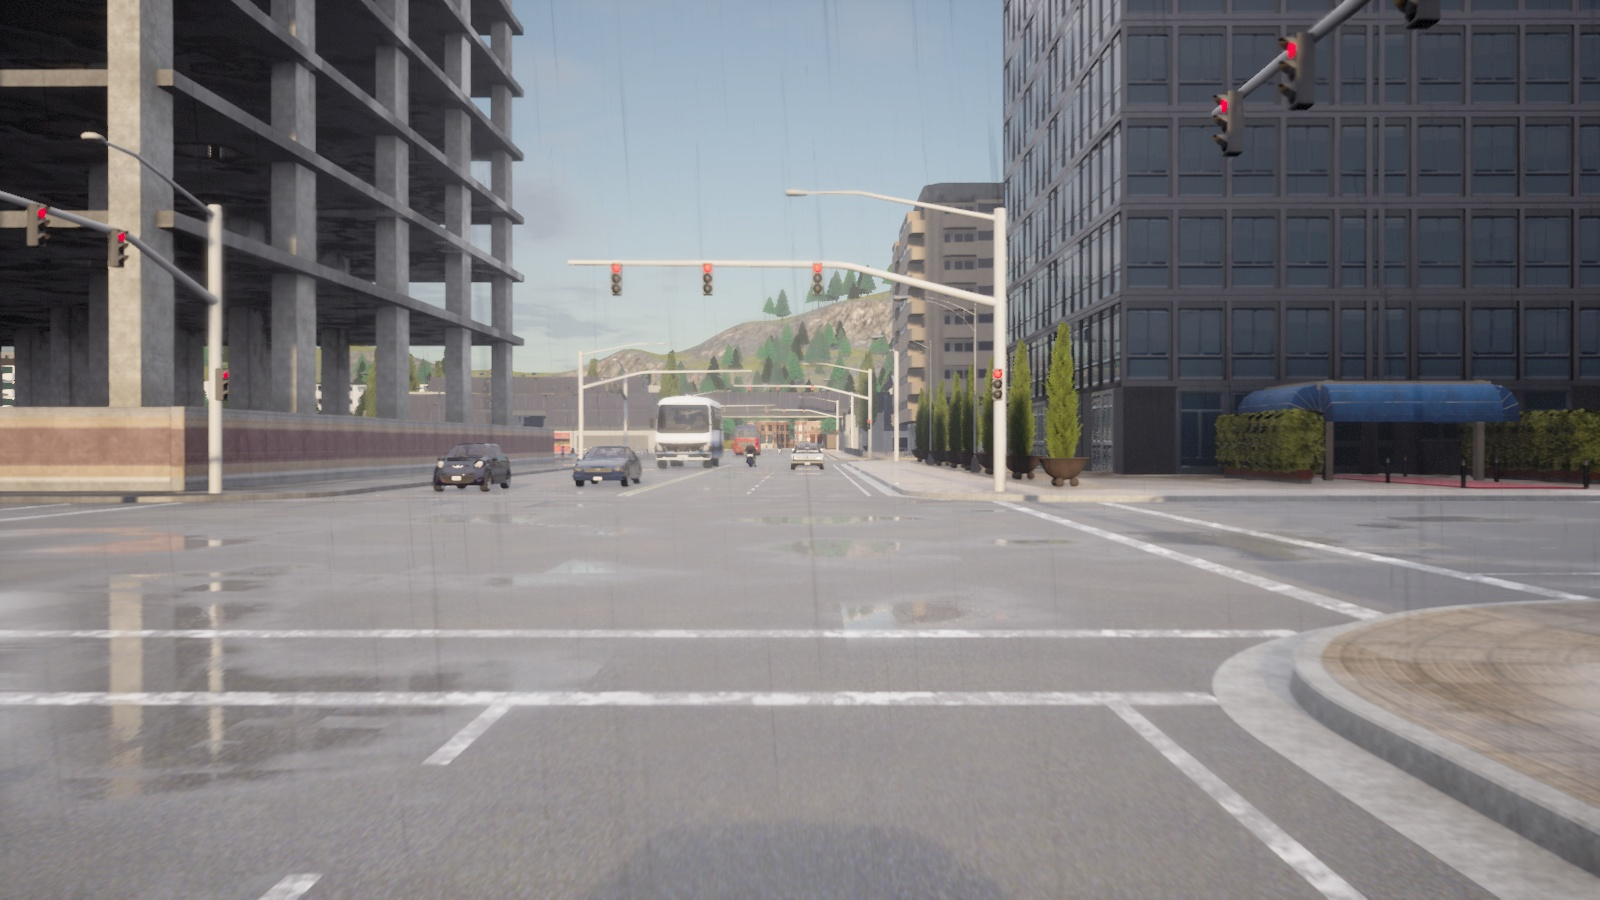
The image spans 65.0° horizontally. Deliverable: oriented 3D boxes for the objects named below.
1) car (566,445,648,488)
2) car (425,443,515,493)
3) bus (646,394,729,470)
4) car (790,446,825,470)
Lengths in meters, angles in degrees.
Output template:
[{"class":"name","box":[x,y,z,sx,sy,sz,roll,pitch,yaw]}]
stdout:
[{"class":"car","box":[-6.732,0.538,44.425,2.033,1.411,5.357,0,0,0]},{"class":"car","box":[-10.262,0.531,39.275,1.845,1.501,3.633,0,0,0]},{"class":"bus","box":[-6.618,-1.061,75.586,3.944,4.253,10.273,0,0,1]},{"class":"car","box":[0.418,0.448,70.820,1.895,1.301,4.718,0,0,0]}]
